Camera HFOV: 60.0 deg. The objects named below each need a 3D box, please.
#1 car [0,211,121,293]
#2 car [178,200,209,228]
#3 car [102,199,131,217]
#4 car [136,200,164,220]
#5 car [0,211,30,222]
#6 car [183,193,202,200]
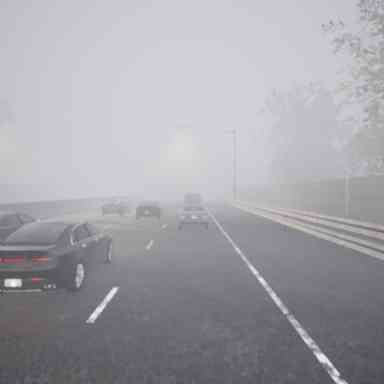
[{"bbox_3d":[-3.401,1.477,8.764,1.837,1.490,4.892,0,0,0],"label":"car"},{"bbox_3d":[0.096,1.481,21.367,2.033,1.411,5.357,0,0,0],"label":"car"},{"bbox_3d":[-6.906,1.400,30.567,2.128,1.511,4.902,0,0,0],"label":"car"},{"bbox_3d":[-3.403,1.394,27.562,1.882,1.535,5.008,0,0,0],"label":"car"},{"bbox_3d":[-6.900,1.439,12.211,1.882,1.535,5.008,0,0,0],"label":"car"},{"bbox_3d":[0.091,1.099,41.900,2.150,2.045,5.566,0,0,0],"label":"car"}]
